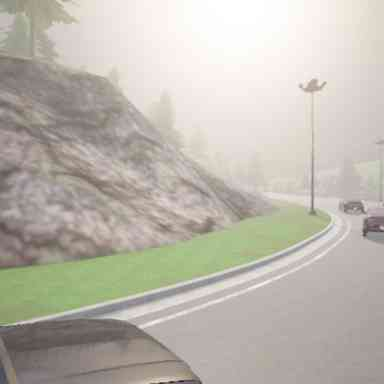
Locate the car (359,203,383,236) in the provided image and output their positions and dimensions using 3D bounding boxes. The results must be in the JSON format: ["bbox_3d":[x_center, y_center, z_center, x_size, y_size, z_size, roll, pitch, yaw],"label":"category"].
[{"bbox_3d":[9.988,1.479,17.440,1.812,1.442,4.674,0,0,28],"label":"car"}]

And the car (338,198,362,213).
[{"bbox_3d":[17.024,1.421,35.697,1.837,1.490,4.892,0,0,15],"label":"car"}]

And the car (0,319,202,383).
[{"bbox_3d":[-2.430,1.558,1.856,5.357,1.411,2.033,0,0,-36],"label":"car"}]
